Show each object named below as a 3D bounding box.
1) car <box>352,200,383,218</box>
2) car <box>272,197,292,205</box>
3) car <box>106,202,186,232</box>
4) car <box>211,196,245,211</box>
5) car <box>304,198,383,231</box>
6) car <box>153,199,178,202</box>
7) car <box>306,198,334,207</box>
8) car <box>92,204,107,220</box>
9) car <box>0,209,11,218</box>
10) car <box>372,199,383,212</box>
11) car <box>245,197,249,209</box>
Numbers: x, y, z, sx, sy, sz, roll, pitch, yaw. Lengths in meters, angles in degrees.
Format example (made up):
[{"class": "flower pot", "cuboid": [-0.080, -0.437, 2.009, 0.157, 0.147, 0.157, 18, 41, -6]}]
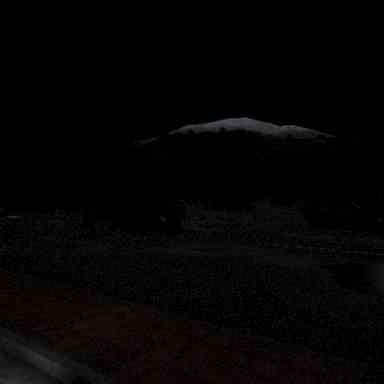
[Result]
[{"class": "car", "cuboid": [17.128, 1.514, 30.158, 4.514, 1.523, 2.007, 0, 0, 35]}, {"class": "car", "cuboid": [16.582, 1.720, 61.149, 3.633, 1.501, 1.845, 0, 0, 35]}, {"class": "car", "cuboid": [-2.838, 1.590, 20.535, 4.514, 1.523, 2.007, 0, 0, 35]}, {"class": "car", "cuboid": [4.376, 1.421, 43.461, 3.866, 1.878, 1.905, 0, 0, 35]}, {"class": "car", "cuboid": [9.342, 1.318, 20.409, 4.605, 1.855, 1.932, 0, 0, 35]}, {"class": "car", "cuboid": [-3.023, 1.498, 33.023, 5.027, 1.636, 2.152, 0, 0, 35]}, {"class": "car", "cuboid": [20.912, 1.678, 54.426, 3.806, 1.475, 1.970, 0, 0, 35]}, {"class": "car", "cuboid": [-6.470, 1.574, 27.600, 3.806, 1.475, 1.970, 0, 0, 35]}, {"class": "car", "cuboid": [-20.485, 1.955, 32.809, 1.812, 1.442, 4.674, -1, 0, 36]}, {"class": "car", "cuboid": [22.942, 1.535, 38.286, 3.633, 1.501, 1.845, 0, 0, 35]}, {"class": "car", "cuboid": [5.721, 1.445, 46.069, 4.605, 1.855, 1.932, 0, 0, 35]}]
